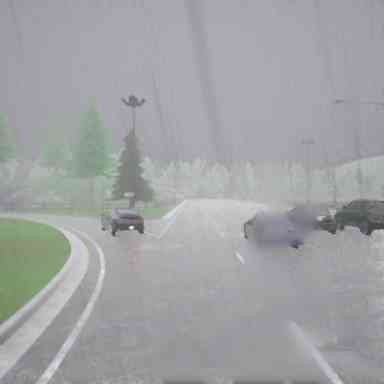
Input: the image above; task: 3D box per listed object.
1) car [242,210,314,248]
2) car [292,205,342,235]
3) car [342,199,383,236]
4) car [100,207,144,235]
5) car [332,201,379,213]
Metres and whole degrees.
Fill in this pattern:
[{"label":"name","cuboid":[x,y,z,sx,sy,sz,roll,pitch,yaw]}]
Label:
[{"label":"car","cuboid":[3.599,1.707,15.556,2.033,1.411,5.357,0,-1,0]},{"label":"car","cuboid":[7.098,1.564,20.633,2.097,1.767,4.553,0,-1,0]},{"label":"car","cuboid":[10.597,1.427,19.969,2.150,2.045,5.566,0,-1,0]},{"label":"car","cuboid":[-4.339,1.713,20.334,1.837,1.490,4.892,1,-1,-25]},{"label":"car","cuboid":[22.290,2.011,45.448,2.033,1.411,5.357,1,-1,-42]}]
